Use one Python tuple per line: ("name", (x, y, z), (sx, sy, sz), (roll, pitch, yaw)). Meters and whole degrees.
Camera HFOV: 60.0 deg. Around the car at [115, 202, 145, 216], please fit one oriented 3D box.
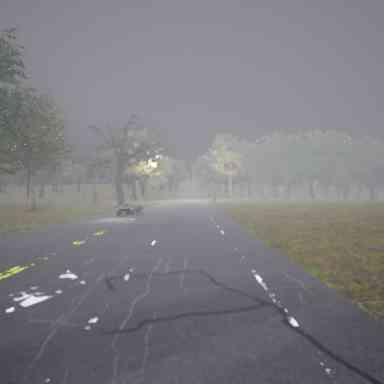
("car", (-6.308, 1.753, 34.167), (1.895, 1.301, 4.718), (0, 0, 6))
